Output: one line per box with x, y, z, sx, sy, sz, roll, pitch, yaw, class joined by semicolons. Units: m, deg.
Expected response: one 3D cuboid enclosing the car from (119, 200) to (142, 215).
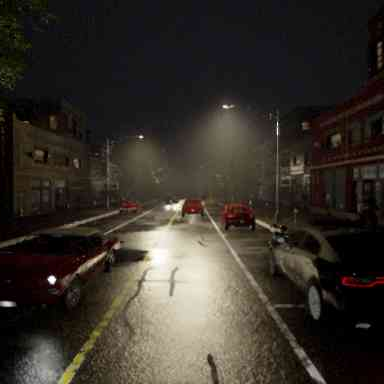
-5.694;1.422;31.297;1.802;1.307;4.206;-1;0;0;car

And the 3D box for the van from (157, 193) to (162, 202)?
-5.697;1.011;64.560;1.690;1.788;3.998;0;0;0;van

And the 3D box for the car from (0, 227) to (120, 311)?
-3.101;1.561;7.791;1.895;1.301;4.718;0;0;0;car

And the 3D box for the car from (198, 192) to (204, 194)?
2.686;1.186;70.105;1.887;1.381;4.507;-1;0;0;car

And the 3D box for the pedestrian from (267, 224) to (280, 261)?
2.593;1.522;10.163;0.375;1.300;0.375;-1;1;-3;pedestrian

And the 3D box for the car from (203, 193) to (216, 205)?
2.686;1.280;48.100;1.752;1.417;4.829;-1;0;0;car

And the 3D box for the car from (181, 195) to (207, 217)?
0.062;1.327;29.599;1.882;1.535;5.008;0;0;0;car

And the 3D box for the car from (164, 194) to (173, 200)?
-5.695;1.166;81.193;1.802;1.307;4.206;0;0;0;car

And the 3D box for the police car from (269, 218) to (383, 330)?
2.999;1.389;7.179;1.930;1.638;5.238;0;0;0;police car

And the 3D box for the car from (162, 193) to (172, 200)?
-5.696;1.053;75.648;1.967;1.590;4.097;0;0;0;car

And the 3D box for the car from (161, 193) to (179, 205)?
-3.072;1.229;51.638;2.128;1.511;4.902;0;0;0;car

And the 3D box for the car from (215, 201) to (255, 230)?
2.686;1.442;20.210;1.887;1.381;4.507;-1;0;0;car
